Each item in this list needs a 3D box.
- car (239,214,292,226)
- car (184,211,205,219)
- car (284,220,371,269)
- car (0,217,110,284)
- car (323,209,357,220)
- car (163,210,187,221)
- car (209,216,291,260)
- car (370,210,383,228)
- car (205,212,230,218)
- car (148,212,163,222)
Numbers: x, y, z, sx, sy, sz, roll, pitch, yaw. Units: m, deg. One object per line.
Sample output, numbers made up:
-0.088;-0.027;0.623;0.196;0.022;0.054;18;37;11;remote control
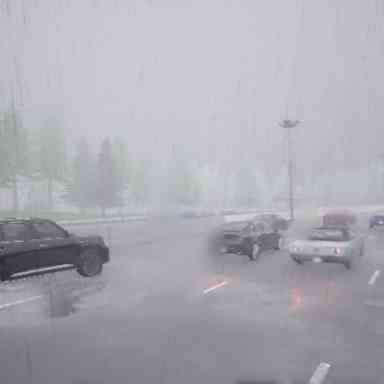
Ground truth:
5.968;2.394;25.767;2.033;1.411;5.357;-3;-3;36;car
1.560;3.230;43.134;1.895;1.301;4.718;-3;-3;39;car
5.335;1.963;12.695;1.895;1.301;4.718;-3;-3;34;car
-5.075;1.749;9.869;2.150;2.045;5.566;-3;-3;34;car
13.126;2.273;29.359;1.882;1.535;5.008;-3;-3;38;car
-1.225;3.264;45.259;1.882;1.535;5.008;-3;-3;39;car
2.550;2.021;14.825;1.837;1.490;4.892;-3;-3;34;car
15.723;2.163;27.018;1.812;1.442;4.674;-3;-3;38;car
4.408;3.025;41.098;2.033;1.411;5.357;-3;-3;39;car
-3.985;3.540;47.398;1.895;1.301;4.718;-3;-3;39;car
